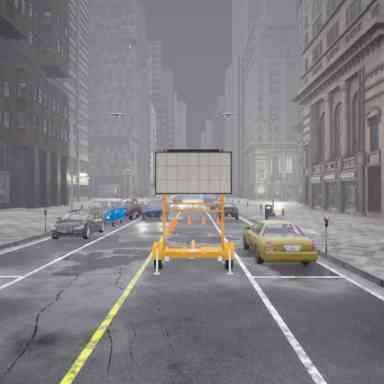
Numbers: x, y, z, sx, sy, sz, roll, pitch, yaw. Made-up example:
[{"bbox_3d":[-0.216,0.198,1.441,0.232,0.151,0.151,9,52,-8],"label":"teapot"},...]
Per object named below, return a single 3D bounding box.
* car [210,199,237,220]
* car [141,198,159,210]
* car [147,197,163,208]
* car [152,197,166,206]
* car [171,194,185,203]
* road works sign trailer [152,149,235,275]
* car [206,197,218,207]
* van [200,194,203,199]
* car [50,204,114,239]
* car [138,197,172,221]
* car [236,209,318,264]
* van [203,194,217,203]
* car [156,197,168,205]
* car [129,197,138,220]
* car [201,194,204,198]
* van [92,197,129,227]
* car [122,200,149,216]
[{"bbox_3d":[2.900,1.555,27.999,2.008,1.369,4.403,0,0,0],"label":"car"},{"bbox_3d":[-5.571,1.533,44.459,1.752,1.417,4.829,0,0,0],"label":"car"},{"bbox_3d":[-5.546,1.553,50.155,1.887,1.381,4.507,0,0,0],"label":"car"},{"bbox_3d":[-5.522,1.555,55.680,1.887,1.381,4.507,0,0,0],"label":"car"},{"bbox_3d":[-2.720,1.518,61.424,1.837,1.490,4.892,0,0,0],"label":"car"},{"bbox_3d":[0.047,0.466,10.474,2.380,3.560,2.880,0,0,0],"label":"road works sign trailer"},{"bbox_3d":[2.952,1.589,39.048,1.802,1.307,4.206,0,0,0],"label":"car"},{"bbox_3d":[3.084,1.355,66.673,1.690,1.788,3.998,0,0,0],"label":"van"},{"bbox_3d":[-5.690,1.553,17.002,2.008,1.369,4.403,0,0,0],"label":"car"},{"bbox_3d":[-2.973,1.482,27.814,1.882,1.535,5.008,0,0,0],"label":"car"},{"bbox_3d":[2.823,1.527,11.594,1.752,1.417,4.829,0,0,0],"label":"car"},{"bbox_3d":[3.006,1.350,50.099,1.690,1.788,3.998,0,0,0],"label":"van"},{"bbox_3d":[-5.498,1.556,61.205,1.887,1.381,4.507,0,0,0],"label":"car"},{"bbox_3d":[-5.641,1.319,28.053,2.192,1.841,5.009,0,0,0],"label":"car"},{"bbox_3d":[3.057,1.557,61.148,1.887,1.381,4.507,0,0,0],"label":"car"},{"bbox_3d":[-5.665,1.344,22.528,1.690,1.788,3.998,0,0,0],"label":"van"},{"bbox_3d":[-5.618,1.550,33.578,1.887,1.381,4.507,0,0,0],"label":"car"}]
